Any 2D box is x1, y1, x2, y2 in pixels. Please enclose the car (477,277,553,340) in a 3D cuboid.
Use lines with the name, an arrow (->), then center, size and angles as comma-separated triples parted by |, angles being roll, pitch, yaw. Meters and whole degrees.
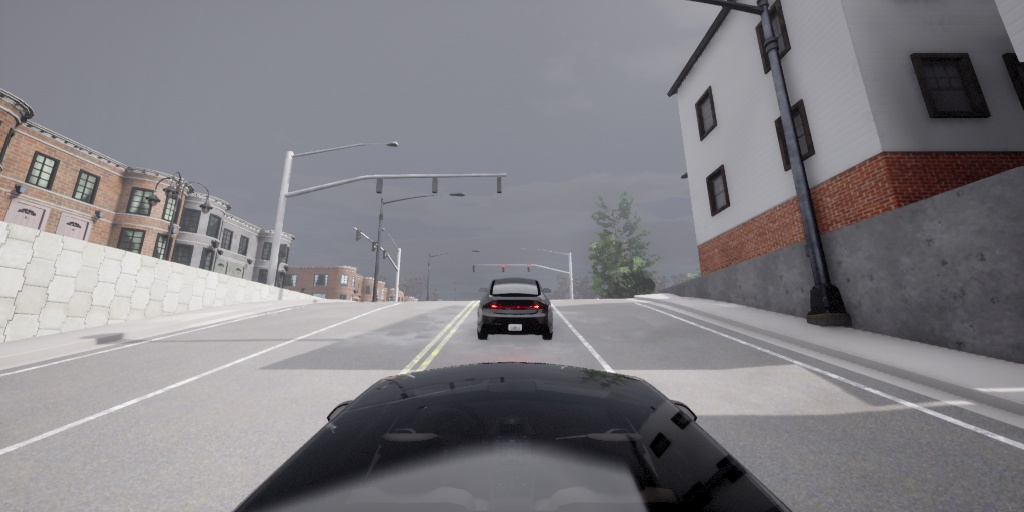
car -> 0.087, 1.352, 10.353 | 1.837, 1.490, 4.892 | 0, 0, 0
